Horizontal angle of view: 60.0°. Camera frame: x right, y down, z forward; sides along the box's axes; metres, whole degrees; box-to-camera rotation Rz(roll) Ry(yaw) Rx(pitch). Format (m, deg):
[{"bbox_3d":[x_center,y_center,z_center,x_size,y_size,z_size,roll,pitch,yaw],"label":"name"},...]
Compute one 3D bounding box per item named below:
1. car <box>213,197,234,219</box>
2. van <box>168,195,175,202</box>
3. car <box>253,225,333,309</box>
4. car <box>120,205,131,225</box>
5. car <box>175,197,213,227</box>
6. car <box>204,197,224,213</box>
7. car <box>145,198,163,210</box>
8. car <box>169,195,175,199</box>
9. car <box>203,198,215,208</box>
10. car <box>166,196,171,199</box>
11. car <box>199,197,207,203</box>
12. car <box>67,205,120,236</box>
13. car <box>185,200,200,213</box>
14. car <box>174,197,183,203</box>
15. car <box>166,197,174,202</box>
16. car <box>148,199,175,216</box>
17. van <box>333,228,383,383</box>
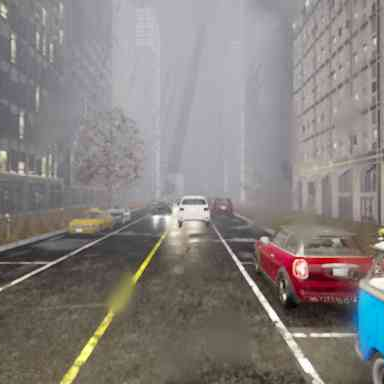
[{"bbox_3d":[2.693,1.477,30.739,2.192,1.841,5.009,0,0,0],"label":"car"},{"bbox_3d":[-5.689,1.780,93.365,1.690,1.788,3.998,0,0,0],"label":"van"},{"bbox_3d":[2.693,1.485,7.970,1.967,1.590,4.097,0,0,0],"label":"car"},{"bbox_3d":[-5.688,1.684,25.057,2.008,1.369,4.403,0,0,0],"label":"car"},{"bbox_3d":[0.095,1.347,24.216,2.150,2.045,5.566,0,-1,-1],"label":"car"},{"bbox_3d":[2.693,1.532,42.124,2.192,1.841,5.009,0,0,0],"label":"car"},{"bbox_3d":[-5.689,1.795,47.826,2.008,1.369,4.403,0,0,0],"label":"car"},{"bbox_3d":[-5.690,1.920,76.287,2.008,1.369,4.403,0,0,0],"label":"car"},{"bbox_3d":[2.692,1.796,53.676,1.752,1.417,4.829,0,0,0],"label":"car"},{"bbox_3d":[-5.689,1.902,64.901,1.802,1.307,4.206,0,0,0],"label":"car"},{"bbox_3d":[2.691,1.959,81.967,1.947,1.339,4.313,0,0,0],"label":"car"},{"bbox_3d":[-5.688,1.629,19.194,1.752,1.417,4.829,0,0,0],"label":"car"},{"bbox_3d":[0.096,1.741,41.774,1.812,1.442,4.674,0,0,0],"label":"car"},{"bbox_3d":[-3.002,1.780,76.673,1.895,1.301,4.718,0,0,0],"label":"car"},{"bbox_3d":[-5.690,1.961,87.671,1.887,1.381,4.507,0,0,0],"label":"car"},{"bbox_3d":[-3.097,1.748,35.284,1.994,1.385,4.181,0,0,0],"label":"car"},{"bbox_3d":[2.693,1.355,2.280,1.690,1.788,3.998,0,0,0],"label":"van"}]
